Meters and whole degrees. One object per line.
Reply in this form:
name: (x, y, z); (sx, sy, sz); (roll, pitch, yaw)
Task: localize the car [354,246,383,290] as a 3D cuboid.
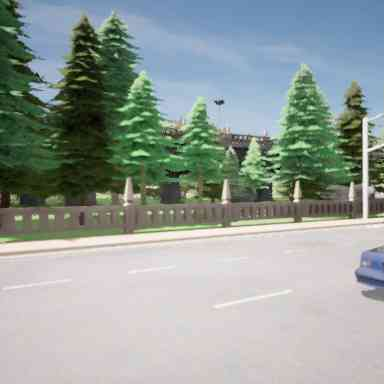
car: (6.104, 1.528, 7.685); (5.357, 1.411, 2.033); (0, 0, -30)
